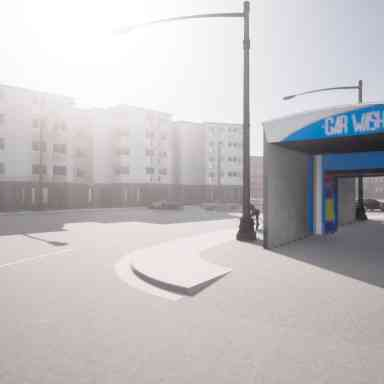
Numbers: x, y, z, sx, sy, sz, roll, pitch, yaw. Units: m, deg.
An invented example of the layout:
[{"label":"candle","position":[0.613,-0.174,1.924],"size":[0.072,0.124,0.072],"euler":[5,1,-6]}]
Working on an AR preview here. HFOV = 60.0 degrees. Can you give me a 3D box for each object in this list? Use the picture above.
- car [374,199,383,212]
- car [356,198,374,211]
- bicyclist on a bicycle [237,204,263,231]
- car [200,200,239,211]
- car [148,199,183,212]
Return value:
[{"label":"car","position":[22.873,1.526,36.575],"size":[4.674,1.442,1.812],"euler":[0,0,-18]},{"label":"car","position":[20.987,1.505,39.644],"size":[4.892,1.490,1.837],"euler":[0,0,-18]},{"label":"bicyclist on a bicycle","position":[3.193,1.301,18.294],"size":[1.656,1.620,0.582],"euler":[0,0,38]},{"label":"car","position":[3.266,1.601,39.870],"size":[4.718,1.301,1.895],"euler":[0,0,-31]},{"label":"car","position":[-3.124,1.564,39.577],"size":[4.181,1.385,1.994],"euler":[0,0,-37]}]
